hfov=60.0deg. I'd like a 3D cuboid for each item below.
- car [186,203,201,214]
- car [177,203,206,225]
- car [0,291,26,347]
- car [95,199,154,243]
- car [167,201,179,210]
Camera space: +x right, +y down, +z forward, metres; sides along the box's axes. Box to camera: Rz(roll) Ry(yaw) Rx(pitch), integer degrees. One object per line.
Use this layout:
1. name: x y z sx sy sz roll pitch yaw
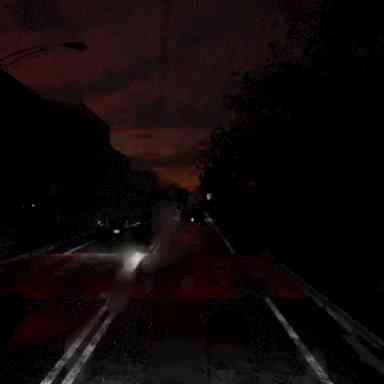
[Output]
1. car: 0.178 2.087 43.823 1.895 1.301 4.718 0 -1 1
2. car: 0.064 1.772 26.714 1.837 1.490 4.892 0 0 1
3. car: -3.342 1.627 2.591 1.895 1.301 4.718 0 -1 0
4. car: -3.313 1.392 17.443 2.150 2.045 5.566 0 0 0
5. car: -3.134 2.259 56.631 1.812 1.442 4.674 0 -1 1
